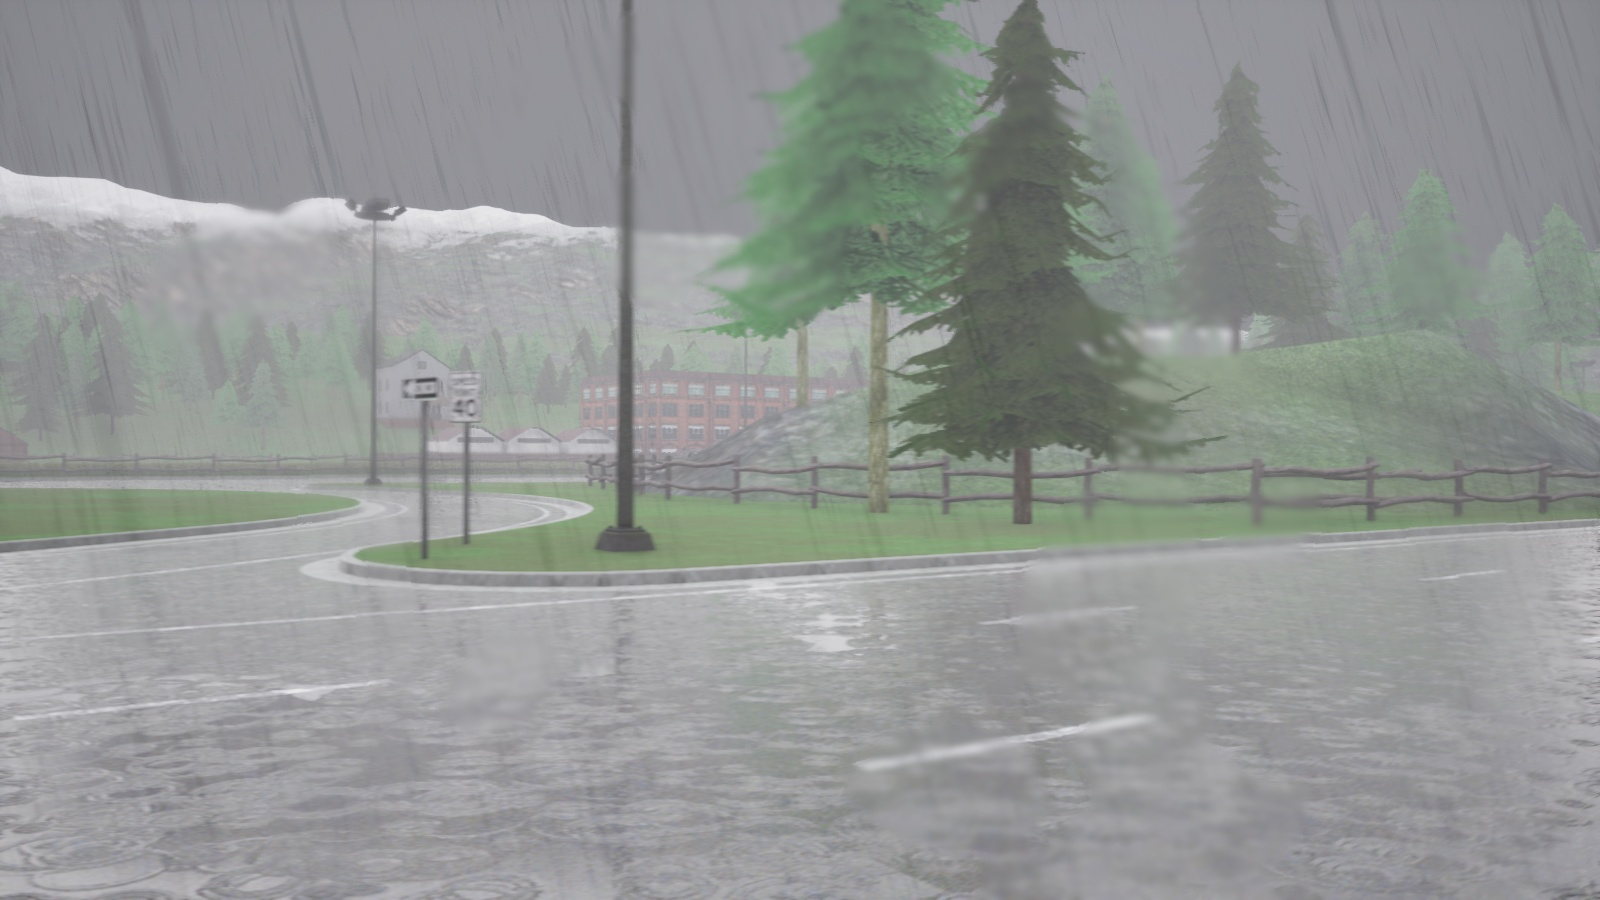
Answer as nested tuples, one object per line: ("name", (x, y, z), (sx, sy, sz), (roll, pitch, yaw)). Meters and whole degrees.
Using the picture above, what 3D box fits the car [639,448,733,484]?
("car", (-6.073, 0.842, 67.136), (4.605, 1.855, 1.932), (0, 0, -35))
